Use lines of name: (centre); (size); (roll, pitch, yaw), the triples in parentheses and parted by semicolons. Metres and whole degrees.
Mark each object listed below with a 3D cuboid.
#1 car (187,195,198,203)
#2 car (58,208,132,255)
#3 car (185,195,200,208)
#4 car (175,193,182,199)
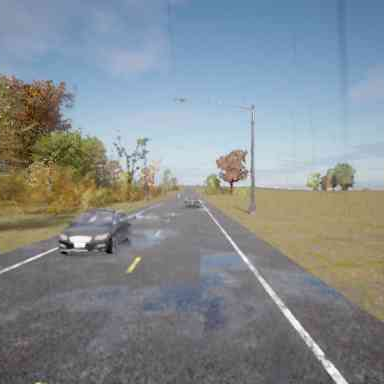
car: (0.053, 1.260, 63.694); (1.994, 1.385, 4.181); (0, 0, 0)
car: (-3.607, 1.433, 13.135); (2.128, 1.511, 4.902); (0, 0, 0)
car: (0.068, 1.282, 44.572); (2.128, 1.511, 4.902); (0, 0, 0)
car: (-3.560, 1.083, 90.521); (2.128, 1.511, 4.902); (0, 0, 0)
